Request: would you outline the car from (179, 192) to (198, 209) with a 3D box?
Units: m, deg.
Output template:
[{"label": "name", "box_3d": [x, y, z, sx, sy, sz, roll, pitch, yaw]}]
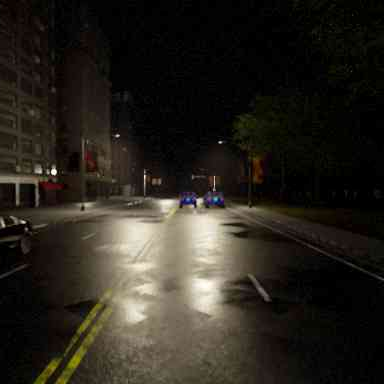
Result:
[{"label": "car", "box_3d": [-0.459, 0.989, 42.084, 2.150, 2.045, 5.566, 0, 0, -1]}]

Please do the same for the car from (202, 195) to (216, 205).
[{"label": "car", "box_3d": [2.674, 1.208, 52.512, 1.837, 1.490, 4.892, 0, 0, -1]}]

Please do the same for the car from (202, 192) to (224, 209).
[{"label": "car", "box_3d": [2.790, 0.985, 42.121, 2.150, 2.045, 5.566, 0, 0, -1]}]

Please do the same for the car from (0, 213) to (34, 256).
[{"label": "car", "box_3d": [-6.702, 1.444, 10.253, 2.128, 1.511, 4.902, 0, 0, -1]}]
